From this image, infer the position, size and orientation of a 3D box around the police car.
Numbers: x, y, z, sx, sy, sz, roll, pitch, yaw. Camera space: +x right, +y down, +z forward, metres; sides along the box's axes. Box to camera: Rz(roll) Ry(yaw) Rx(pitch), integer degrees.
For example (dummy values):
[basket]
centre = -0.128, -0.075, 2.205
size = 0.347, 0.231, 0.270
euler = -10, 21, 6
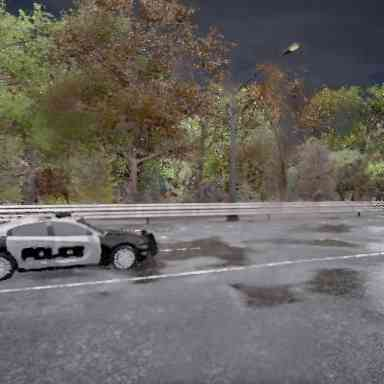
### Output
[police car]
centre = -3.616, 1.376, 9.471
size = 5.238, 1.638, 1.930
euler = 0, 0, -23
